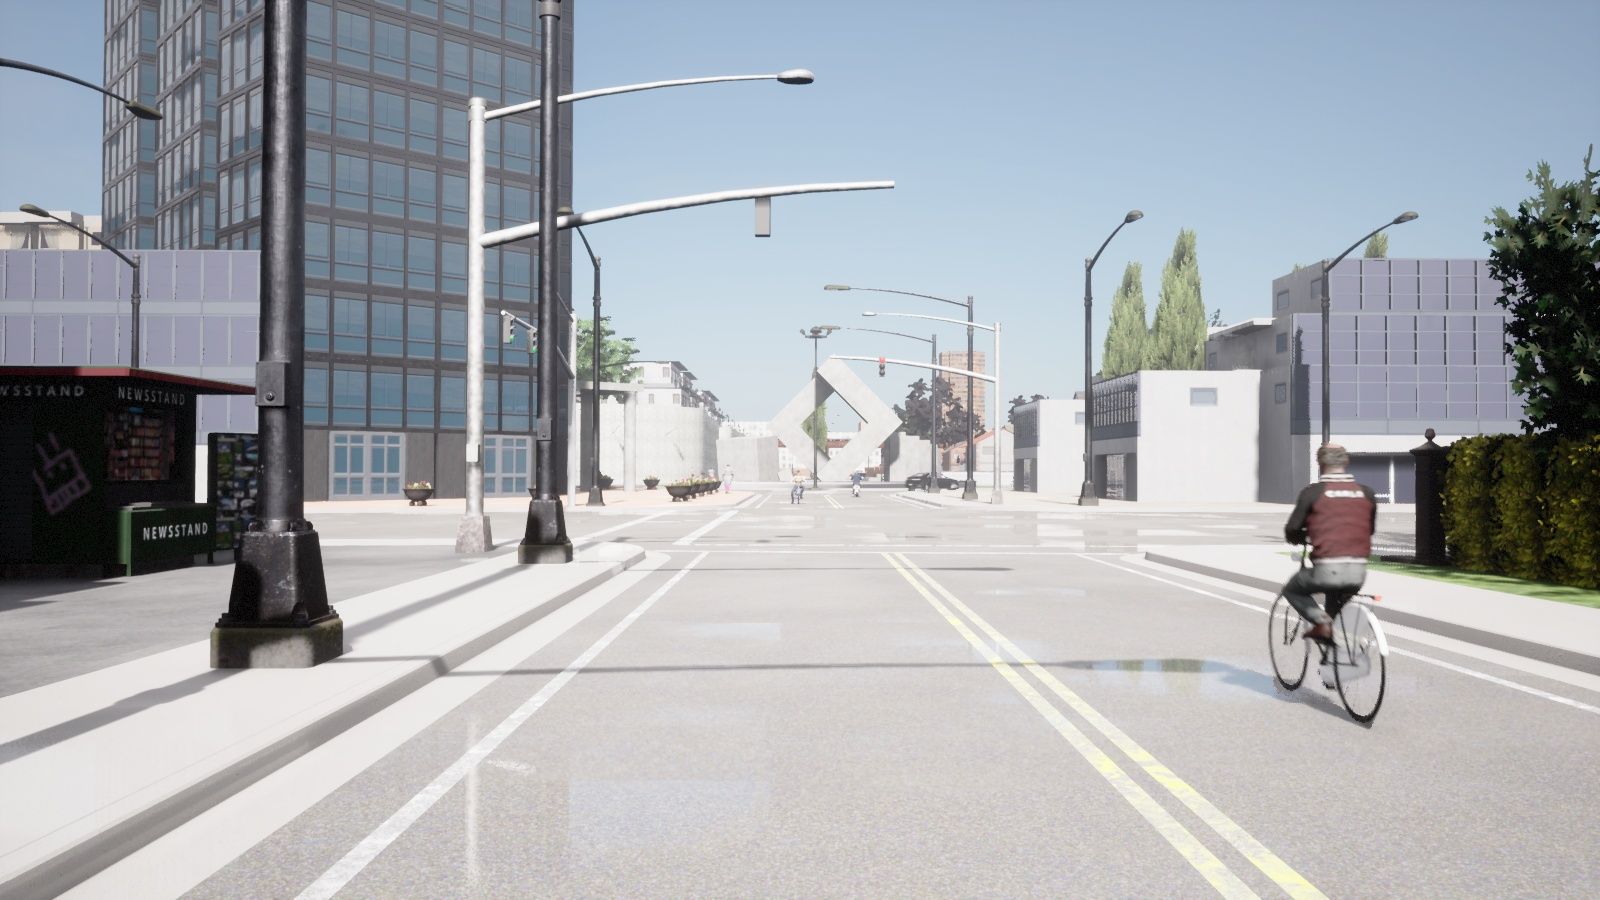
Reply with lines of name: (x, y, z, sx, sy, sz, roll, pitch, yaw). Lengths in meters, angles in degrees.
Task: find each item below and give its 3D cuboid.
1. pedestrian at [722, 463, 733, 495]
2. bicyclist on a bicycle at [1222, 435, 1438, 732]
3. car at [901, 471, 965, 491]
pedestrian: (-4.433, 1.789, 77.119, 0.659, 1.952, 0.873, 0, -1, -3)
bicyclist on a bicycle: (3.494, 0.813, 8.464, 0.659, 1.776, 1.843, 0, -1, 0)
car: (10.205, 2.343, 96.288, 4.902, 1.511, 2.128, 1, -1, -42)
